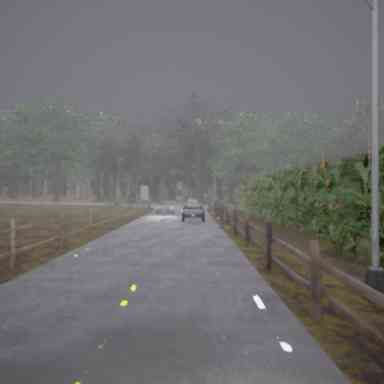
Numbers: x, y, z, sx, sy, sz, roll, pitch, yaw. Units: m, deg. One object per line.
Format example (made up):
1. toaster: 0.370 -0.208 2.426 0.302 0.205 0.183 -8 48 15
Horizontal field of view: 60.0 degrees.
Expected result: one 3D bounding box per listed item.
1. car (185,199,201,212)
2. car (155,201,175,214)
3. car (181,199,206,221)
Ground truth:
1. car: 0.034 1.587 40.732 1.837 1.490 4.892 0 0 -1
2. car: -2.822 1.672 35.763 1.895 1.301 4.718 0 0 0
3. car: 0.093 1.543 27.247 2.128 1.511 4.902 0 0 0
